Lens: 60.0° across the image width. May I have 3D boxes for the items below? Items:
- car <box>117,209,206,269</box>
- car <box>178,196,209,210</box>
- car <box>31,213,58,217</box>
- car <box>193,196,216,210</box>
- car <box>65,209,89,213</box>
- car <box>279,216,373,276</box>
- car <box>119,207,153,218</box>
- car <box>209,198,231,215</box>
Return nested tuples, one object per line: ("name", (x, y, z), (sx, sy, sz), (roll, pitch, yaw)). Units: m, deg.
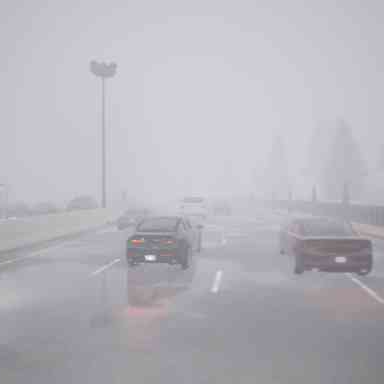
("car", (-0.791, 1.553, 11.451), (1.837, 1.490, 4.892), (0, 0, 8))
("car", (0.005, 1.335, 29.244), (2.150, 2.045, 5.566), (0, 0, -2))
("car", (-14.386, 1.714, 32.365), (1.812, 1.442, 4.674), (0, 0, -5))
("car", (1.679, 1.525, 45.965), (2.097, 1.767, 4.553), (0, 0, -13))
("car", (-10.929, 1.398, 33.242), (2.150, 2.045, 5.566), (0, 0, -5))
("car", (3.939, 1.503, 10.563), (1.882, 1.535, 5.008), (0, 0, 7))
("car", (-3.488, 1.665, 21.776), (1.994, 1.385, 4.181), (0, 0, 3))
("car", (2.997, 1.634, 36.159), (1.837, 1.490, 4.892), (0, 0, -6))
